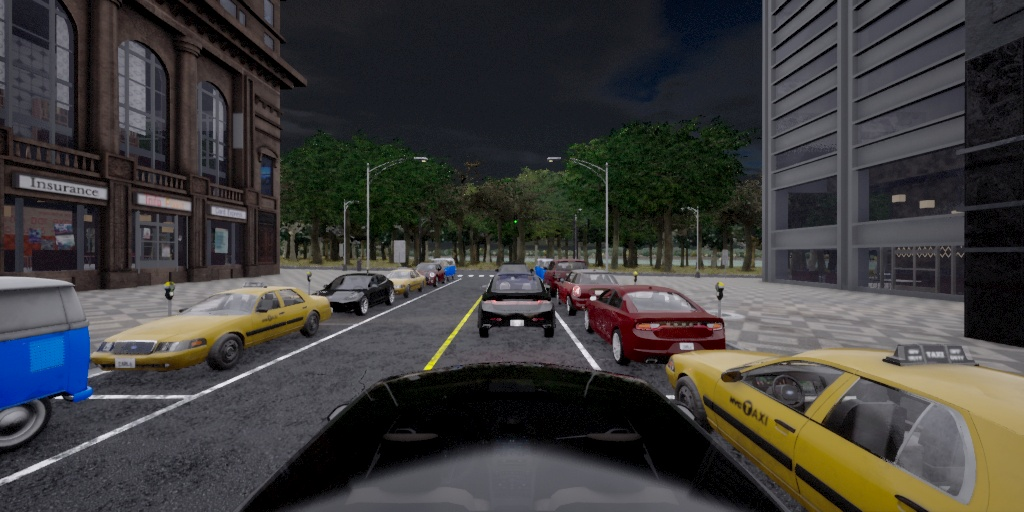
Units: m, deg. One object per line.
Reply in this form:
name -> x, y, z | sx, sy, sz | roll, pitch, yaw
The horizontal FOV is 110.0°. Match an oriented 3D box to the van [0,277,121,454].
van -> -5.762, 1.091, 2.479 | 1.690, 1.789, 3.998 | 0, 0, 0

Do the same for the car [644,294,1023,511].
car -> 2.763, 1.275, 2.636 | 1.751, 1.417, 4.829 | 0, 0, 0

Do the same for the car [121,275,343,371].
car -> -5.754, 1.275, 7.747 | 1.751, 1.417, 4.829 | 0, 0, 0

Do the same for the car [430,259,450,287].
car -> -5.728, 1.192, 24.229 | 1.967, 1.591, 4.097 | 0, 0, 0

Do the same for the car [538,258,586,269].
car -> 2.789, 1.066, 18.779 | 2.192, 1.841, 5.009 | 0, 0, 0

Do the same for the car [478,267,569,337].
car -> 0.114, 1.242, 10.221 | 2.128, 1.511, 4.902 | 0, 0, 0

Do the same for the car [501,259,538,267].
car -> 0.131, 1.103, 19.643 | 2.097, 1.767, 4.553 | 0, 0, 1

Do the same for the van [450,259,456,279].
van -> -5.719, 1.094, 29.667 | 1.690, 1.789, 3.998 | 0, 0, 0

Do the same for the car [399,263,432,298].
car -> -5.737, 1.277, 18.622 | 1.751, 1.417, 4.829 | 0, 0, 0

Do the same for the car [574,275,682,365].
car -> 2.772, 1.295, 7.904 | 1.888, 1.381, 4.507 | 0, 0, 0

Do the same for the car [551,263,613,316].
car -> 2.780, 1.190, 13.341 | 1.967, 1.591, 4.097 | 0, 0, 0

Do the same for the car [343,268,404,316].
car -> -5.745, 1.316, 13.354 | 1.948, 1.339, 4.313 | 0, 0, 0
